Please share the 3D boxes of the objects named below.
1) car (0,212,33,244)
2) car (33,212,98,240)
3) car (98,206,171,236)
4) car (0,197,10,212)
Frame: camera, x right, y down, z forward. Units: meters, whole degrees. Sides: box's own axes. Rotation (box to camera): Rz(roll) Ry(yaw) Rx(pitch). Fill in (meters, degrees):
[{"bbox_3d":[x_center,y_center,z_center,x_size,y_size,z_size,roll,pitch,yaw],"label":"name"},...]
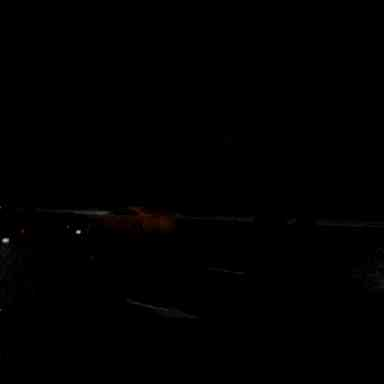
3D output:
[{"bbox_3d":[-9.526,1.724,15.082,4.718,1.301,1.895,-1,0,36],"label":"car"},{"bbox_3d":[-7.484,1.724,17.924,4.718,1.301,1.895,-1,0,36],"label":"car"},{"bbox_3d":[-3.531,1.583,19.403,5.008,1.535,1.882,0,0,36],"label":"car"},{"bbox_3d":[-18.748,1.467,30.254,5.566,2.045,2.150,-1,0,36],"label":"car"}]
